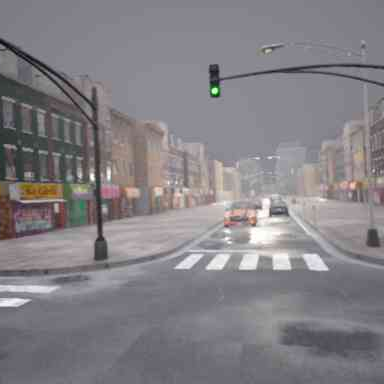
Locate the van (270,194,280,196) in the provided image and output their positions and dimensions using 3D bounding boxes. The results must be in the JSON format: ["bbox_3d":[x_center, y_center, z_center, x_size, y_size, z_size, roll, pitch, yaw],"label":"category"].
[{"bbox_3d":[11.797,1.333,47.014,1.690,1.788,3.998,-3,-1,13],"label":"van"}]

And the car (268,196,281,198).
[{"bbox_3d":[9.267,1.510,36.266,1.752,1.417,4.829,-3,-1,13],"label":"car"}]

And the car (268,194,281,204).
[{"bbox_3d":[15.662,1.326,63.380,2.192,1.841,5.009,-3,-1,13],"label":"car"}]

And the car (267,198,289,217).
[{"bbox_3d":[7.941,1.548,30.645,1.947,1.339,4.313,-3,-1,13],"label":"car"}]

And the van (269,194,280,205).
[{"bbox_3d":[14.375,1.344,57.925,1.690,1.788,3.998,-3,-1,13],"label":"van"}]

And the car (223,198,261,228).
[{"bbox_3d":[3.468,1.445,23.204,2.097,1.767,4.553,-3,-1,13],"label":"car"}]

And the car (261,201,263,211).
[{"bbox_3d":[7.919,1.540,42.036,1.882,1.535,5.008,-3,-1,13],"label":"car"}]

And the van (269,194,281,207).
[{"bbox_3d":[13.085,1.338,52.470,1.690,1.788,3.998,-3,-1,13],"label":"van"}]
